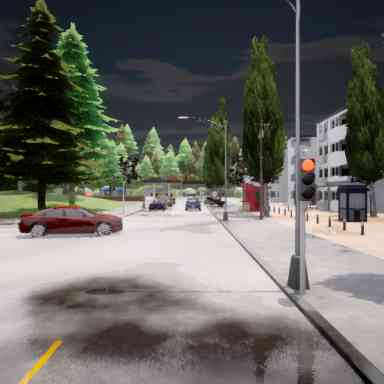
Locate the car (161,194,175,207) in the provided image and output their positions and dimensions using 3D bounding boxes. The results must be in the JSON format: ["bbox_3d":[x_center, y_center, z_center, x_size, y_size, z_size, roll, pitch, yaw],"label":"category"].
[{"bbox_3d":[-4.064,1.352,50.357,2.097,1.767,4.553,0,0,0],"label":"car"}]

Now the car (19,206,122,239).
[{"bbox_3d":[-6.145,1.477,17.163,5.008,1.535,1.882,0,0,-10],"label":"car"}]

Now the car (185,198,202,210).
[{"bbox_3d":[0.144,1.525,41.711,1.812,1.442,4.674,0,0,0],"label":"car"}]

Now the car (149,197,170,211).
[{"bbox_3d":[-4.082,1.601,40.464,1.895,1.301,4.718,0,0,0],"label":"car"}]
